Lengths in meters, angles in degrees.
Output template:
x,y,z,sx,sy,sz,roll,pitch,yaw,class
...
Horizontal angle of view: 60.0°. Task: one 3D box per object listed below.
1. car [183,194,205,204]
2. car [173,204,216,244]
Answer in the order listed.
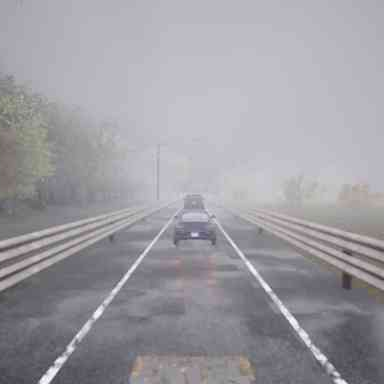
x,y,z,sx,sy,sz,roll,pitch,yaw,class
0.230,1.227,36.042,2.150,2.045,5.566,0,0,0,car
0.126,1.530,15.609,1.812,1.442,4.674,0,0,0,car
